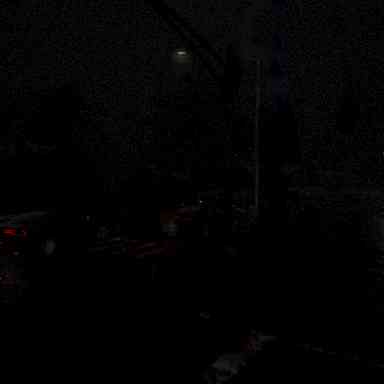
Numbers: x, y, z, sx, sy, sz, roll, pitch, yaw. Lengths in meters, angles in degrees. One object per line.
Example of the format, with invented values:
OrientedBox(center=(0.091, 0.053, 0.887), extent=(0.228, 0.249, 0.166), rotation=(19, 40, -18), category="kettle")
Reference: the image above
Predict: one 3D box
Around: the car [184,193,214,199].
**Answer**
OrientedBox(center=(0.606, 0.891, 33.789), extent=(2.128, 1.511, 4.902), rotation=(1, 1, 35), category="car")

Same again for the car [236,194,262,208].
OrientedBox(center=(5.635, 0.922, 35.276), extent=(2.033, 1.411, 5.357), rotation=(1, 1, 35), category="car")

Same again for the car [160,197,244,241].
OrientedBox(center=(0.493, 1.250, 15.751), extent=(1.882, 1.535, 5.008), rotation=(0, 1, 31), category="car")

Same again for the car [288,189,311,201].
OrientedBox(center=(16.729, 0.597, 50.804), extent=(1.812, 1.442, 4.674), rotation=(1, 2, 35), category="car")

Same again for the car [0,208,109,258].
OrientedBox(center=(-5.075, 1.350, 12.492), extent=(1.882, 1.535, 5.008), rotation=(-1, 1, 20), category="car")

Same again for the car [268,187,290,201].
OrientedBox(center=(13.883, 0.227, 52.407), extent=(2.150, 2.045, 5.566), rotation=(1, 1, 35), category="car")
